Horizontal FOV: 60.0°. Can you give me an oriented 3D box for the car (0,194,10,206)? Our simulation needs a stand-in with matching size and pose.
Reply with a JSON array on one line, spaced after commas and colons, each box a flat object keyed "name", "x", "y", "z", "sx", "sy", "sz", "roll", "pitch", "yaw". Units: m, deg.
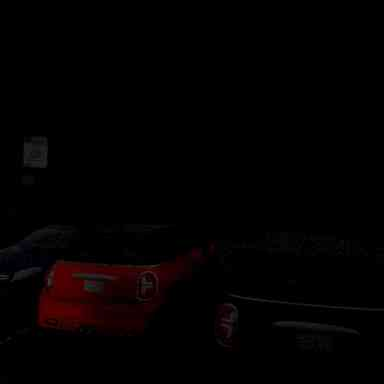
[{"name": "car", "x": -34.847, "y": 1.350, "z": 57.558, "sx": 5.566, "sy": 2.045, "sz": 2.435, "roll": -1, "pitch": -1, "yaw": 14}]

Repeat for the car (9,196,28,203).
[{"name": "car", "x": -24.287, "y": 1.595, "z": 42.966, "sx": 4.792, "sy": 1.488, "sz": 2.163, "roll": 1, "pitch": 1, "yaw": 14}]

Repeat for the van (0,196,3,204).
[{"name": "van", "x": -10.543, "y": 1.284, "z": 13.816, "sx": 1.878, "sy": 1.987, "sz": 4.442, "roll": 0, "pitch": -1, "yaw": 15}]

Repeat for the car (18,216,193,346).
[{"name": "car", "x": -0.805, "y": 1.364, "z": 6.690, "sx": 2.185, "sy": 1.767, "sz": 4.553, "roll": 0, "pitch": -1, "yaw": 16}]

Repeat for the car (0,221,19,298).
[{"name": "car", "x": -3.234, "y": 1.534, "z": 8.466, "sx": 2.002, "sy": 1.452, "sz": 4.674, "roll": 0, "pitch": -1, "yaw": 16}]

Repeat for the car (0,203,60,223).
[{"name": "car", "x": -5.663, "y": 1.373, "z": 10.241, "sx": 2.185, "sy": 1.767, "sz": 4.553, "roll": 0, "pitch": -1, "yaw": 15}]

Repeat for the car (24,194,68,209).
[{"name": "car", "x": -20.978, "y": 1.318, "z": 47.882, "sx": 5.566, "sy": 2.045, "sz": 2.435, "roll": 1, "pitch": 1, "yaw": 14}]

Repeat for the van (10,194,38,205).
[{"name": "van", "x": -31.610, "y": 1.381, "z": 62.590, "sx": 4.442, "sy": 1.987, "sz": 1.878, "roll": -1, "pitch": 0, "yaw": 14}]

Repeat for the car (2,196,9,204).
[{"name": "car", "x": -25.883, "y": 1.313, "z": 40.524, "sx": 5.566, "sy": 2.045, "sz": 2.435, "roll": 1, "pitch": 0, "yaw": 14}]

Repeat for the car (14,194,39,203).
[{"name": "car", "x": -22.633, "y": 1.316, "z": 45.429, "sx": 5.566, "sy": 2.045, "sz": 2.435, "roll": 1, "pitch": 1, "yaw": 14}]

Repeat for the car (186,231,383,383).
[{"name": "car", "x": 1.636, "y": 1.361, "z": 4.944, "sx": 2.185, "sy": 1.767, "sz": 4.553, "roll": 0, "pitch": -1, "yaw": 16}]

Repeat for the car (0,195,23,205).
[{"name": "car", "x": -33.214, "y": 1.478, "z": 60.073, "sx": 4.553, "sy": 1.767, "sz": 2.185, "roll": -1, "pitch": -1, "yaw": 14}]
